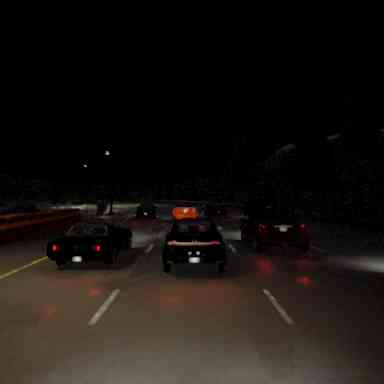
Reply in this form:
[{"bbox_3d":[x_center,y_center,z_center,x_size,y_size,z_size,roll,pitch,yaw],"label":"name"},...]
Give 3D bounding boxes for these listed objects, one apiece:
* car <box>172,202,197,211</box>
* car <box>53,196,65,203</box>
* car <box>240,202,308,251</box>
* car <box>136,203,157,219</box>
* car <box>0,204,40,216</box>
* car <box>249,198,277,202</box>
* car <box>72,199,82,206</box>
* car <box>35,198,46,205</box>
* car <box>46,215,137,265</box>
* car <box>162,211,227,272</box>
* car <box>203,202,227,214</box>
[{"bbox_3d":[-0.739,1.657,29.954,2.097,1.767,4.553,0,-1,-5],"label":"car"},{"bbox_3d":[-27.577,1.771,68.959,2.150,2.045,5.566,0,-1,-21],"label":"car"},{"bbox_3d":[3.503,1.500,14.992,2.097,1.767,4.553,0,-1,-1],"label":"car"},{"bbox_3d":[-4.571,1.870,33.261,1.812,1.442,4.674,0,0,-6],"label":"car"},{"bbox_3d":[-14.914,1.807,29.096,2.128,1.511,4.902,0,-1,-5],"label":"car"},{"bbox_3d":[6.281,1.526,30.542,2.150,2.045,5.566,0,0,-5],"label":"car"},{"bbox_3d":[-23.824,2.117,68.915,2.128,1.511,4.902,0,-1,-19],"label":"car"},{"bbox_3d":[-31.128,1.945,68.443,1.895,1.301,4.718,0,-1,-21],"label":"car"},{"bbox_3d":[-3.444,1.730,12.164,1.895,1.301,4.718,0,-1,0],"label":"car"},{"bbox_3d":[0.056,1.608,11.256,2.128,1.511,4.902,0,0,0],"label":"car"},{"bbox_3d":[2.308,1.828,34.732,1.882,1.535,5.008,0,0,-6],"label":"car"}]
